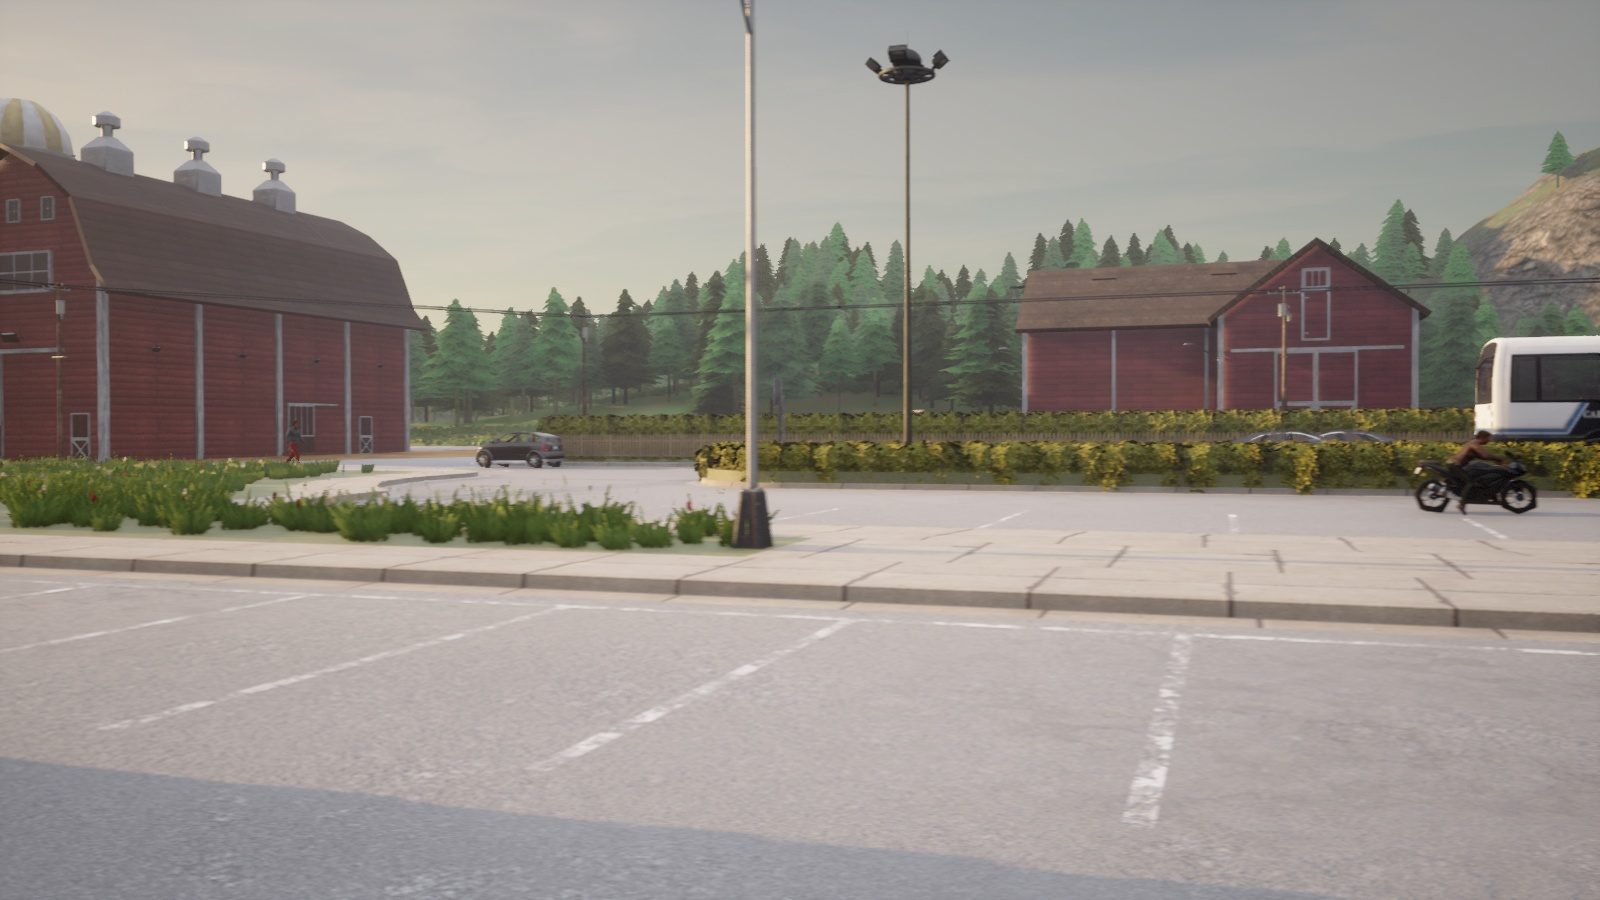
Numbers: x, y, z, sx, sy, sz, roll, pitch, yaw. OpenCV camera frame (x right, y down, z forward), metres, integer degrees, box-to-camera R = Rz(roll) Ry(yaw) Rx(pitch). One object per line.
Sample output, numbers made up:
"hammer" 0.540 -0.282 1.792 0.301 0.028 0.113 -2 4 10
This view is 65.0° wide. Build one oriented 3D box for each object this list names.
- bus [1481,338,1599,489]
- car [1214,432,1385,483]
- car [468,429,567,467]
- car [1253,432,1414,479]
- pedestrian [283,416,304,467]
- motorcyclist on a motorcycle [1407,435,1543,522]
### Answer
"bus" 25.802 -1.033 36.250 10.273 4.253 3.944 1 1 19
"car" 15.723 0.205 39.801 4.902 1.511 2.128 1 1 19
"car" -11.961 -0.093 53.254 3.705 1.549 1.789 1 1 21
"car" 18.034 0.167 42.700 4.902 1.511 2.128 1 1 19
"pedestrian" -18.518 -0.324 45.939 0.614 1.847 0.353 1 1 19
"motorcyclist on a motorcycle" 12.182 0.491 22.728 2.044 1.523 0.797 1 1 19
